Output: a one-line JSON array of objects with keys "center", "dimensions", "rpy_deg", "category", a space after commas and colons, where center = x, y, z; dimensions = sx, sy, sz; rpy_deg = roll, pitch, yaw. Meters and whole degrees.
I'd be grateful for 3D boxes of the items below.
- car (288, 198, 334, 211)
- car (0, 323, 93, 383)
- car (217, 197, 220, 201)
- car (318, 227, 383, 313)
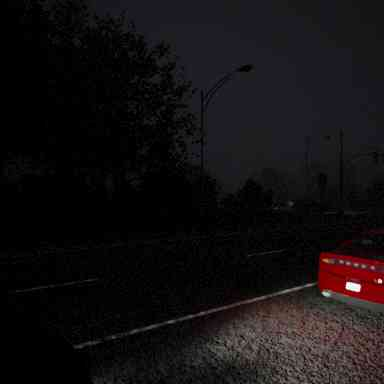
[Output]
[{"center": [14.476, 1.476, 39.839], "dimensions": [1.882, 1.535, 5.008], "rpy_deg": [0, 0, -33], "category": "car"}, {"center": [-2.969, 1.492, 1.636], "dimensions": [4.902, 1.511, 2.128], "rpy_deg": [0, 0, -35], "category": "car"}, {"center": [3.925, 1.453, 56.649], "dimensions": [1.812, 1.442, 4.674], "rpy_deg": [0, 1, -32], "category": "car"}, {"center": [4.783, 1.477, 7.136], "dimensions": [5.008, 1.535, 1.882], "rpy_deg": [0, 0, -35], "category": "car"}]
